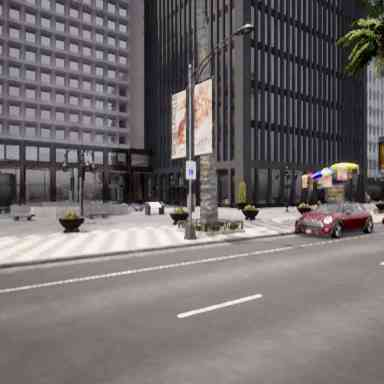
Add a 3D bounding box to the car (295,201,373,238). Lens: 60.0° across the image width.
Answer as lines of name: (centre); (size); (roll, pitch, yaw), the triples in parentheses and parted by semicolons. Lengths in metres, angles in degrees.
car: (7.406, 1.300, 17.282); (4.553, 1.767, 2.185); (0, 0, -36)
